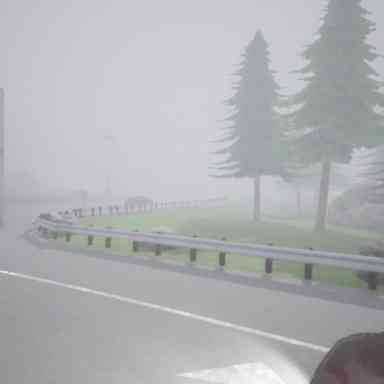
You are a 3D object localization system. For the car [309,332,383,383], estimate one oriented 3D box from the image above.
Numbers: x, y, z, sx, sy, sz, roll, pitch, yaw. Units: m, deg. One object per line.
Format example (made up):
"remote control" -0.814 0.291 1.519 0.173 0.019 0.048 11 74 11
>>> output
"car" 2.736 1.571 1.774 4.181 1.385 1.994 1 1 36

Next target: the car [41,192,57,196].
"car" -29.536 0.793 69.671 1.812 1.442 4.674 1 0 17

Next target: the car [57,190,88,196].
"car" -21.403 0.617 60.814 2.150 2.045 5.566 1 0 21

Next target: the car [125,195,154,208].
"car" -6.542 1.147 41.859 1.837 1.490 4.892 1 0 23

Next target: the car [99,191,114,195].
"car" -18.339 0.694 71.211 2.097 1.767 4.553 1 0 13
